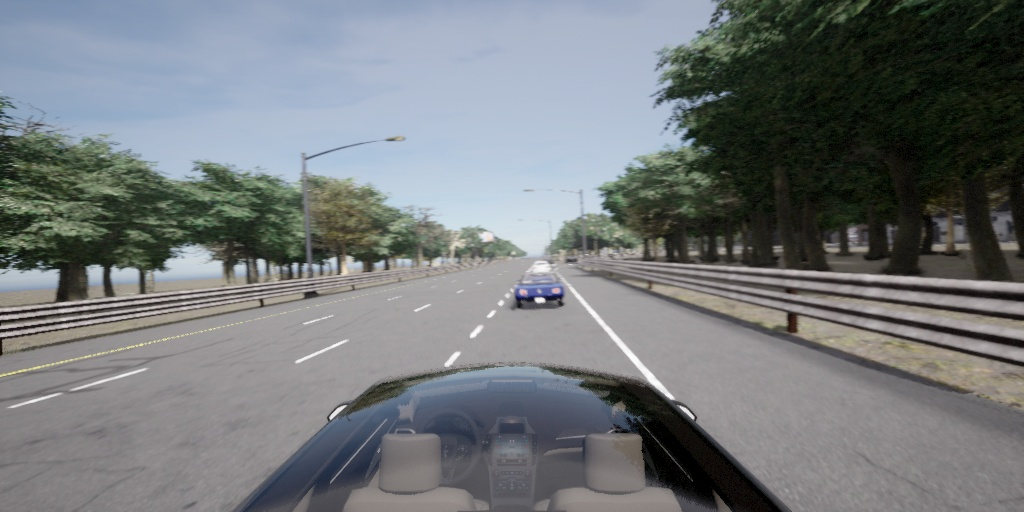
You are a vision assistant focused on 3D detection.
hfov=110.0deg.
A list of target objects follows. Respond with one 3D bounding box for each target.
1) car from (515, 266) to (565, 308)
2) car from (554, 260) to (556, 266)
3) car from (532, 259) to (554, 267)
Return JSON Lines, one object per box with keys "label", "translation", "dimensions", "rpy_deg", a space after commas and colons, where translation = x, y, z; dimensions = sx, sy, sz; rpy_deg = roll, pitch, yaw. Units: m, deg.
{"label": "car", "translation": [1.207, 1.345, 15.468], "dimensions": [1.895, 1.301, 4.718], "rpy_deg": [-3, 0, 5]}
{"label": "car", "translation": [6.014, 1.175, 58.140], "dimensions": [1.837, 1.490, 4.892], "rpy_deg": [-4, -1, 14]}
{"label": "car", "translation": [3.056, 1.267, 37.338], "dimensions": [1.812, 1.442, 4.674], "rpy_deg": [-3, 0, 5]}
